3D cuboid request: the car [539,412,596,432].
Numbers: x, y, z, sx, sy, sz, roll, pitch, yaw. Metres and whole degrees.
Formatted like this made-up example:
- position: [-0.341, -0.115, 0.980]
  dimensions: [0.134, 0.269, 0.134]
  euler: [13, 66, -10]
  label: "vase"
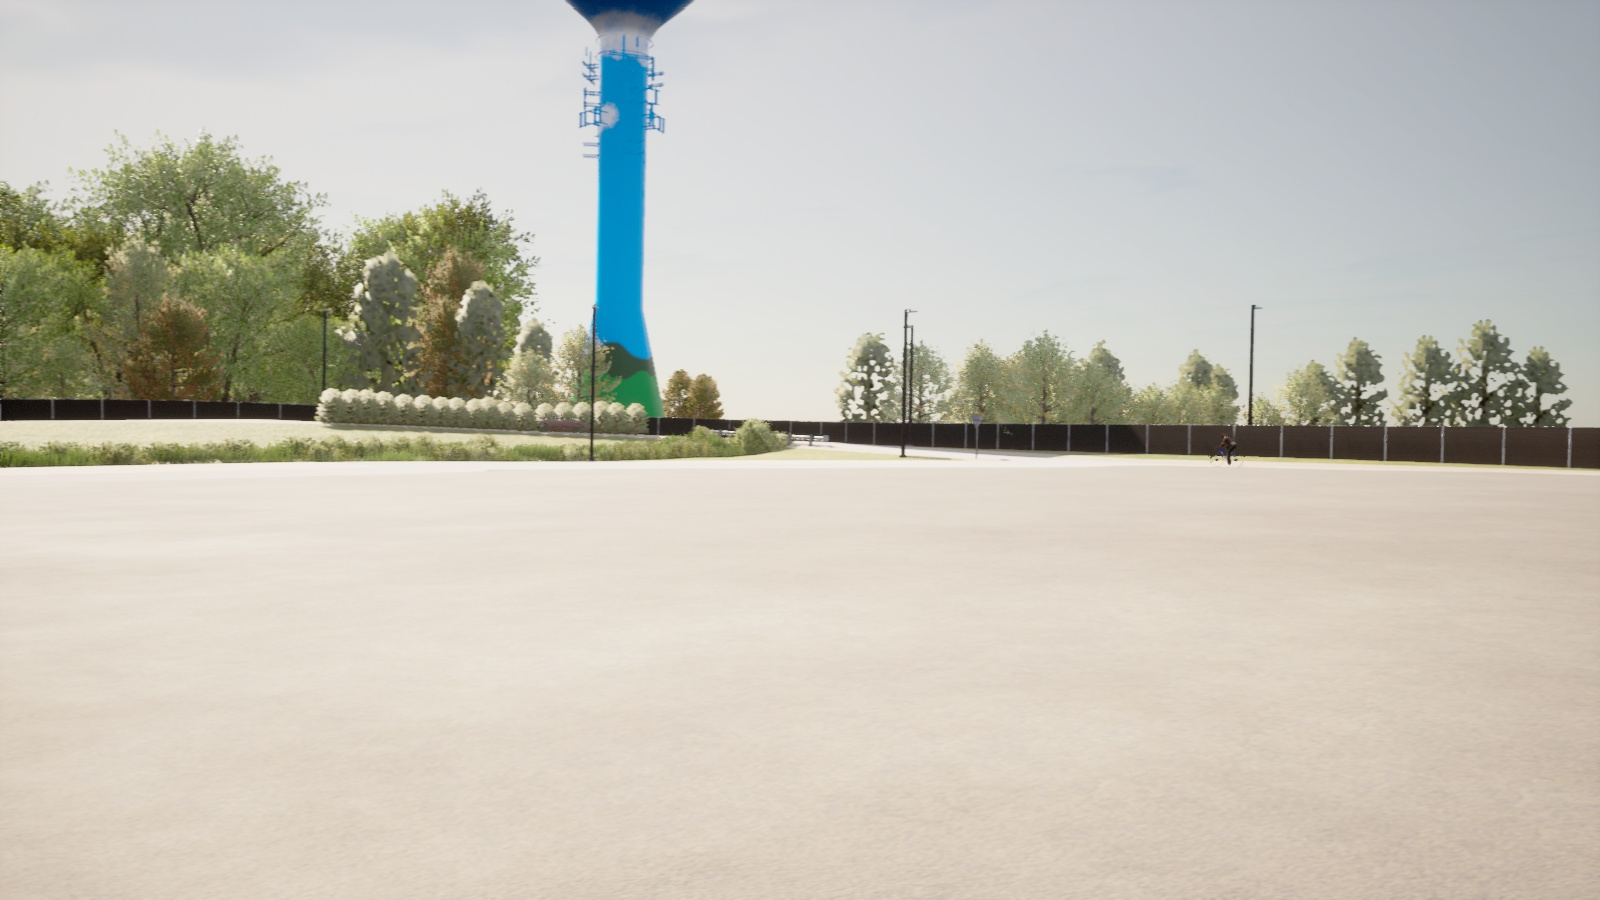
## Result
- position: [-18.057, -2.174, 97.580]
  dimensions: [4.181, 1.385, 1.994]
  euler: [3, 1, -6]
  label: "car"
